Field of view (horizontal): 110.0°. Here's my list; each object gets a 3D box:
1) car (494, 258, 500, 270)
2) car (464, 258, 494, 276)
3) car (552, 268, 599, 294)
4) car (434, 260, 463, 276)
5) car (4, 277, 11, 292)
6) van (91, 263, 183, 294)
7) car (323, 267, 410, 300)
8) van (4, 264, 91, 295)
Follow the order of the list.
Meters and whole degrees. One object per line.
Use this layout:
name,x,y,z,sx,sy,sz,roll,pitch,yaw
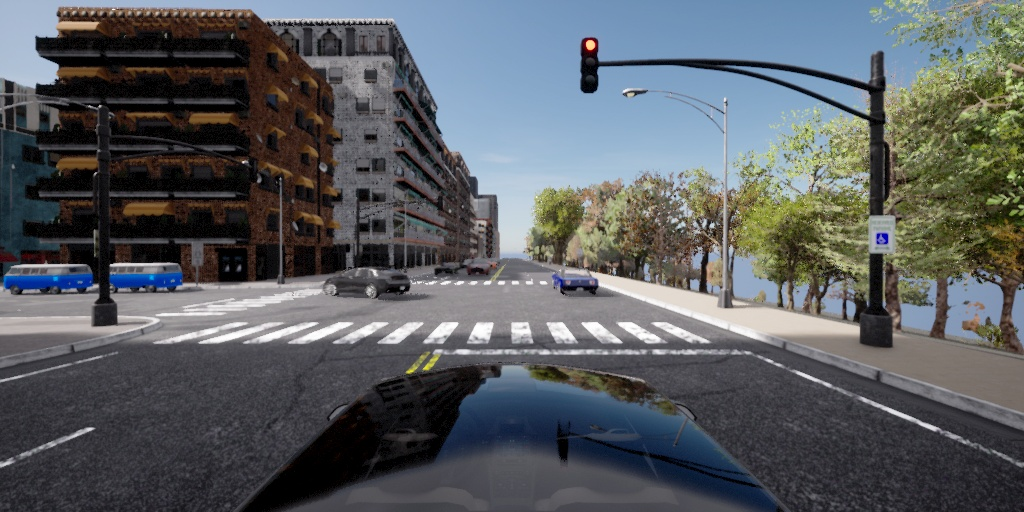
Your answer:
car,-3.292,1.061,51.419,2.097,1.767,4.553,0,0,0
car,-3.315,1.070,36.498,2.097,1.767,4.553,0,0,0
car,3.357,1.336,19.900,1.895,1.301,4.718,0,0,0
car,-6.566,1.319,36.490,1.895,1.301,4.718,0,0,0
car,-22.622,1.611,13.679,4.207,1.307,1.802,0,0,-1
van,-22.701,1.330,22.026,3.998,1.789,1.690,0,0,-1
car,-7.437,1.313,18.257,4.892,1.490,1.837,-1,-2,26
van,-28.302,1.403,21.954,3.998,1.789,1.690,0,0,-1
